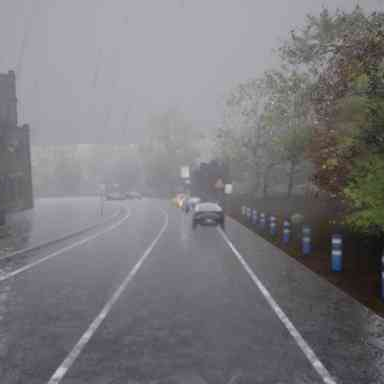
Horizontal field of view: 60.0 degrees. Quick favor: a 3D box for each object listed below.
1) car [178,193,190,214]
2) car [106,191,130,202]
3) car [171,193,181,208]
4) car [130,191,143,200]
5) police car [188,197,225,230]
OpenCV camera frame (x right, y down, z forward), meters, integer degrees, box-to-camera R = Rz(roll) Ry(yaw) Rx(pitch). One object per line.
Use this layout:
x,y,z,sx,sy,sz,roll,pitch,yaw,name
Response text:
0.105,1.155,31.000,1.812,1.442,4.674,-1,2,-8,car
-12.175,0.797,52.705,2.033,1.411,5.357,-4,2,-30,car
-1.125,0.886,37.336,1.801,1.575,5.366,-2,2,-14,car
-10.147,0.567,56.060,2.033,1.411,5.357,-4,3,-32,car
0.895,1.329,20.822,1.930,1.638,5.238,0,1,-2,police car
